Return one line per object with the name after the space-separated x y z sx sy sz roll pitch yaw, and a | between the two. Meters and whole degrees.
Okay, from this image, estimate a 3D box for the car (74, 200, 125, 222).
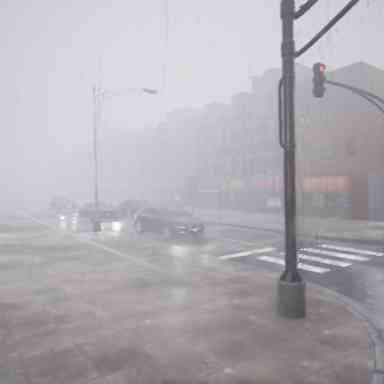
-7.006 1.387 24.925 1.994 1.385 4.181 -2 2 -36 | car

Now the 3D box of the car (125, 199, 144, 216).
-4.732 1.305 26.814 2.033 1.411 5.357 -1 1 -35 | car

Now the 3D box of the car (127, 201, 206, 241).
-1.251 1.437 16.815 1.837 1.490 4.892 -1 1 -35 | car

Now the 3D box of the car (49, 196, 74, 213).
-12.934 1.200 33.298 2.128 1.511 4.902 -1 2 -35 | car
